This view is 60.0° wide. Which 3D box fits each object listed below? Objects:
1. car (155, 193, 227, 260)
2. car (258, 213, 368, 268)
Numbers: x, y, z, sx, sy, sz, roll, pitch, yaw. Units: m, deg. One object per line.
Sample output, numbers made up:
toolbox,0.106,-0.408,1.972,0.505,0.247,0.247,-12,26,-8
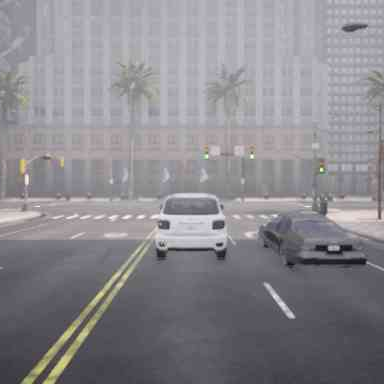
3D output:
car,-0.003,1.044,11.907,2.150,2.045,5.566,0,1,0
car,3.496,1.388,10.683,2.033,1.411,5.357,0,1,0
